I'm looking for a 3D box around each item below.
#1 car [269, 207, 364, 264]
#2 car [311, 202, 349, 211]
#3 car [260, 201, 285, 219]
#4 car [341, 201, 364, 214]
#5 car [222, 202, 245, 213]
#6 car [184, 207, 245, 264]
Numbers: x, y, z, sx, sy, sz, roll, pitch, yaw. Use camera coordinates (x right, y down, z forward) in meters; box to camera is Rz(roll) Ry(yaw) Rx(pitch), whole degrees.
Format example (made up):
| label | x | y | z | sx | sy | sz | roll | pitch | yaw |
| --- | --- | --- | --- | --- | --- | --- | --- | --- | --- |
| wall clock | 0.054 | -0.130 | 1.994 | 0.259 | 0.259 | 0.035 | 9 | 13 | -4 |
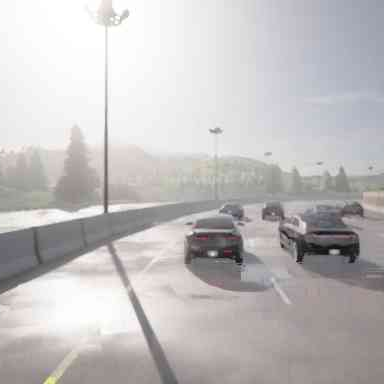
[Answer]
| label | x | y | z | sx | sy | sz | roll | pitch | yaw |
| --- | --- | --- | --- | --- | --- | --- | --- | --- | --- |
| car | 4.329 | 1.515 | 12.000 | 2.128 | 1.511 | 4.902 | 0 | 0 | 5 |
| car | 9.653 | 1.597 | 24.616 | 2.033 | 1.411 | 5.357 | 0 | 0 | 11 |
| car | 7.212 | 1.556 | 29.693 | 1.837 | 1.490 | 4.892 | 0 | 0 | 13 |
| car | 14.865 | 1.560 | 31.565 | 2.128 | 1.511 | 4.902 | 0 | 0 | 14 |
| car | 3.568 | 1.608 | 29.405 | 1.994 | 1.385 | 4.181 | 0 | 0 | 12 |
| car | 0.815 | 1.522 | 11.990 | 1.837 | 1.490 | 4.892 | 0 | 0 | 5 |
